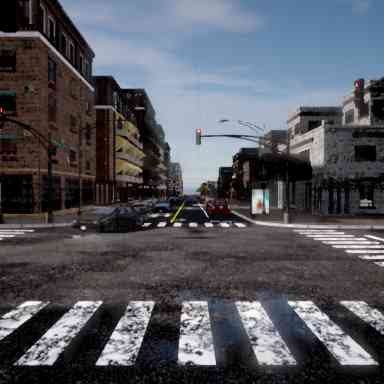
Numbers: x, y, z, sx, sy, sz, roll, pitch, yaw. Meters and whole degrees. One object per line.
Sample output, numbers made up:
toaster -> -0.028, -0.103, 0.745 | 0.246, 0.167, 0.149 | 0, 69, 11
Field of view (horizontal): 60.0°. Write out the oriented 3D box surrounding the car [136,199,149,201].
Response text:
car -> -5.767, 1.561, 37.494 | 2.008, 1.369, 4.403 | 0, 0, 0

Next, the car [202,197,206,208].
car -> 2.602, 1.597, 43.219 | 1.802, 1.307, 4.206 | 0, 0, 0

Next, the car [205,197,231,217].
car -> 2.623, 1.446, 31.825 | 1.967, 1.590, 4.097 | 0, 0, 0

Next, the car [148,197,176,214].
car -> -3.170, 1.557, 36.406 | 2.033, 1.411, 5.357 | 0, 0, 0

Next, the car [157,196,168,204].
car -> -5.822, 1.565, 65.807 | 1.752, 1.417, 4.829 | 0, 0, 0

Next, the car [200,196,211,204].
car -> 2.559, 1.591, 66.006 | 2.008, 1.369, 4.403 | -1, 0, 0

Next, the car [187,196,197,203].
car -> -0.045, 1.593, 70.279 | 2.033, 1.411, 5.357 | 0, 0, 0

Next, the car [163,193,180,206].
car -> -3.184, 1.250, 56.275 | 2.150, 2.045, 5.566 | 0, 0, 0

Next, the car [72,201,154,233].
car -> -4.672, 1.511, 19.995 | 2.033, 1.411, 5.357 | 0, 0, 23

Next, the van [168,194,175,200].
van -> -5.879, 1.430, 94.460 | 1.690, 1.788, 3.998 | -1, 0, 0

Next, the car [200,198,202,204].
car -> 2.591, 1.571, 48.916 | 2.008, 1.369, 4.403 | 0, 0, 0

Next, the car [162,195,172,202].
car -> -5.846, 1.497, 77.370 | 1.967, 1.590, 4.097 | 0, 0, 0
